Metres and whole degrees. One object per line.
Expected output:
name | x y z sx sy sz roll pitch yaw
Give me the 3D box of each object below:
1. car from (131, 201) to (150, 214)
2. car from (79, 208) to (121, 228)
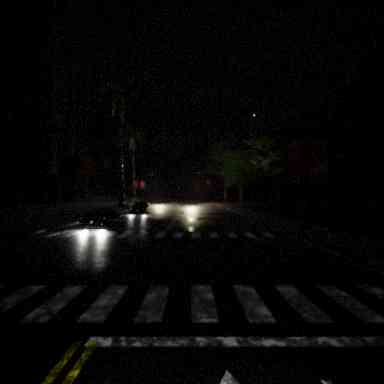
car | -6.511 1.969 42.111 1.837 1.490 4.892 0 0 0
car | -6.615 1.838 24.227 1.994 1.385 4.181 0 -1 3
